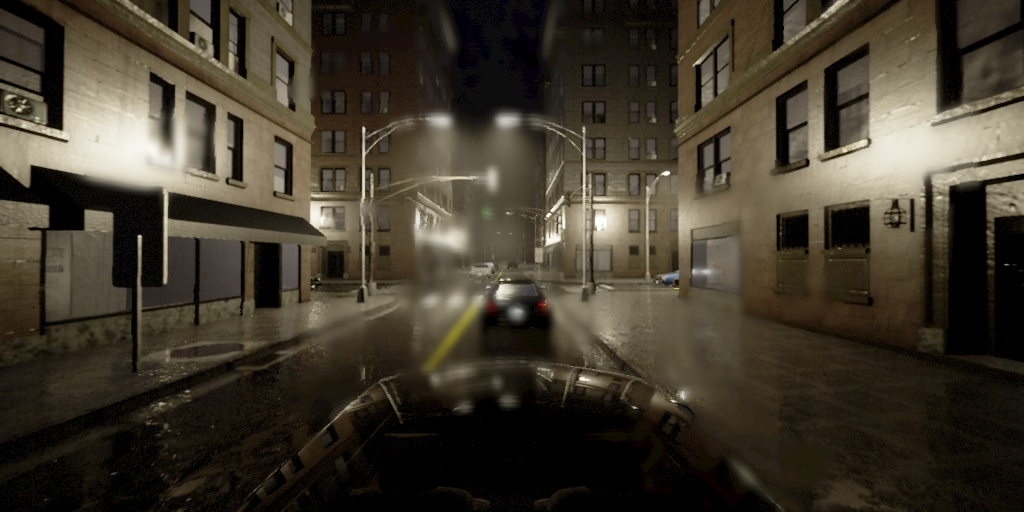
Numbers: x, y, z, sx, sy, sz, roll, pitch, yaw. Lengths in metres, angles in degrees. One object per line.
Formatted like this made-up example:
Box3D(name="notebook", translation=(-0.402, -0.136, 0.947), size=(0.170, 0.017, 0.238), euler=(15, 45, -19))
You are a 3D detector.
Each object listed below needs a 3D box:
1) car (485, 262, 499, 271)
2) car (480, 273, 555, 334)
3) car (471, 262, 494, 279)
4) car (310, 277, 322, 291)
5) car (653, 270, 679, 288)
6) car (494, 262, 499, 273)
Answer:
Box3D(name="car", translation=(-3.063, 1.664, 56.430), size=(1.994, 1.385, 4.181), euler=(0, 0, 1))
Box3D(name="car", translation=(0.143, 1.374, 10.823), size=(1.994, 1.385, 4.181), euler=(0, 0, 0))
Box3D(name="car", translation=(-3.094, 1.505, 36.807), size=(1.812, 1.442, 4.674), euler=(0, 0, -1))
Box3D(name="car", translation=(-14.019, 1.516, 21.346), size=(4.718, 1.301, 1.895), euler=(0, 0, 0))
Box3D(name="car", translation=(12.623, 1.411, 24.624), size=(5.357, 1.411, 2.033), euler=(0, 0, 0))
Box3D(name="car", translation=(-3.079, 1.588, 46.497), size=(2.033, 1.411, 5.357), euler=(0, 0, 0))
